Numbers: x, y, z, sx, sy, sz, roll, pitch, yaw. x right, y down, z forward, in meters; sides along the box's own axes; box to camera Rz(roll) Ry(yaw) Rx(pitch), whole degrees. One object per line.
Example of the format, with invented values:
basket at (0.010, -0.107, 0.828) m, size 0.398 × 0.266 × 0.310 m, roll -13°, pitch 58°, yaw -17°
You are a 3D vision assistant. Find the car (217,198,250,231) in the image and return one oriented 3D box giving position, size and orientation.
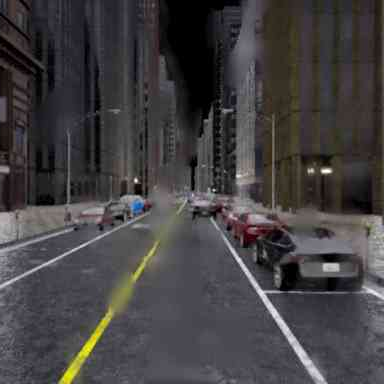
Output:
car at (2.804, 1.370, 19.950) m, size 1.967 × 1.590 × 4.097 m, roll 0°, pitch 0°, yaw 0°

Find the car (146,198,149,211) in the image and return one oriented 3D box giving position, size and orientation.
car at (-5.687, 1.418, 36.808) m, size 1.887 × 1.381 × 4.507 m, roll 0°, pitch 0°, yaw 0°

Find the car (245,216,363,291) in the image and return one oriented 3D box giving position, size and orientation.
car at (2.780, 1.535, 8.714) m, size 1.947 × 1.339 × 4.313 m, roll 0°, pitch 0°, yaw 0°

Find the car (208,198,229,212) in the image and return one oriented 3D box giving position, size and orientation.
car at (2.839, 1.438, 36.807) m, size 1.947 × 1.339 × 4.313 m, roll 0°, pitch 0°, yaw 0°

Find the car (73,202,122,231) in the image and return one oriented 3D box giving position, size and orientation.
car at (-5.721, 1.513, 19.953) m, size 1.802 × 1.307 × 4.206 m, roll 0°, pitch 0°, yaw 0°

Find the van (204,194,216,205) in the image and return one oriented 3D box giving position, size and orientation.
van at (2.873, 1.157, 53.663) m, size 1.690 × 1.788 × 3.998 m, roll 0°, pitch 0°, yaw 0°

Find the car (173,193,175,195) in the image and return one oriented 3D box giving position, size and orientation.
car at (-5.605, 1.329, 76.136) m, size 1.802 × 1.307 × 4.206 m, roll 0°, pitch 0°, yaw 0°

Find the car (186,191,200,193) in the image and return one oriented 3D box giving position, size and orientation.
car at (0.165, 0.807, 79.661) m, size 2.150 × 2.045 × 5.566 m, roll 0°, pitch 0°, yaw 0°

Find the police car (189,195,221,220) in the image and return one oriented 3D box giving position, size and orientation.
police car at (0.956, 1.330, 27.124) m, size 1.930 × 1.638 × 5.238 m, roll 0°, pitch 0°, yaw 0°

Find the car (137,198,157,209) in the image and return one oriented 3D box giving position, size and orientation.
car at (-5.675, 1.420, 42.427) m, size 1.947 × 1.339 × 4.313 m, roll 0°, pitch 0°, yaw 0°

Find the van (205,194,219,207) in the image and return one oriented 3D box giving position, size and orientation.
van at (2.862, 1.175, 48.044) m, size 1.690 × 1.788 × 3.998 m, roll 0°, pitch 0°, yaw 0°

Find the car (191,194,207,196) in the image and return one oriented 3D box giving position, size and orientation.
car at (0.963, 1.327, 37.205) m, size 1.801 × 1.575 × 5.366 m, roll 0°, pitch 0°, yaw 0°

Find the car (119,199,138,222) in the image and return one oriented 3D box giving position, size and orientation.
car at (-5.710, 1.478, 25.572) m, size 1.947 × 1.339 × 4.313 m, roll 0°, pitch 0°, yaw 0°

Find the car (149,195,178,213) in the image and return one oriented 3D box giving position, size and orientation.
car at (-3.021, 1.368, 35.785) m, size 2.128 × 1.511 × 4.902 m, roll 0°, pitch 0°, yaw 0°

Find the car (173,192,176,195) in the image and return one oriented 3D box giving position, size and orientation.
car at (-5.594, 1.311, 81.755) m, size 1.802 × 1.307 × 4.206 m, roll 0°, pitch 0°, yaw 0°

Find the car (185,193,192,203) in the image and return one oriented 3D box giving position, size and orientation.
car at (0.126, 1.357, 60.916) m, size 1.994 × 1.385 × 4.181 m, roll 0°, pitch 0°, yaw 0°

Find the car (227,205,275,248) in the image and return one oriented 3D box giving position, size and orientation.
car at (2.792, 1.494, 14.332) m, size 1.887 × 1.381 × 4.507 m, roll 0°, pitch 0°, yaw 0°

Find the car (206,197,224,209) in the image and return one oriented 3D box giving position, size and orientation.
car at (2.850, 1.404, 42.426) m, size 2.008 × 1.369 × 4.403 m, roll 0°, pitch 0°, yaw 0°

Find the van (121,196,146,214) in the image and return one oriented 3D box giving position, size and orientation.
van at (-5.698, 1.233, 31.189) m, size 1.690 × 1.788 × 3.998 m, roll 0°, pitch 0°, yaw 0°

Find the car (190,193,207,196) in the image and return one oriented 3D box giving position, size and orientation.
car at (0.942, 1.307, 43.205) m, size 1.801 × 1.575 × 5.366 m, roll 0°, pitch 0°, yaw 0°

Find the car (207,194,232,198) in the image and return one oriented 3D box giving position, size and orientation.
car at (2.827, 1.206, 31.187) m, size 2.192 × 1.841 × 5.009 m, roll 0°, pitch 0°, yaw 0°
